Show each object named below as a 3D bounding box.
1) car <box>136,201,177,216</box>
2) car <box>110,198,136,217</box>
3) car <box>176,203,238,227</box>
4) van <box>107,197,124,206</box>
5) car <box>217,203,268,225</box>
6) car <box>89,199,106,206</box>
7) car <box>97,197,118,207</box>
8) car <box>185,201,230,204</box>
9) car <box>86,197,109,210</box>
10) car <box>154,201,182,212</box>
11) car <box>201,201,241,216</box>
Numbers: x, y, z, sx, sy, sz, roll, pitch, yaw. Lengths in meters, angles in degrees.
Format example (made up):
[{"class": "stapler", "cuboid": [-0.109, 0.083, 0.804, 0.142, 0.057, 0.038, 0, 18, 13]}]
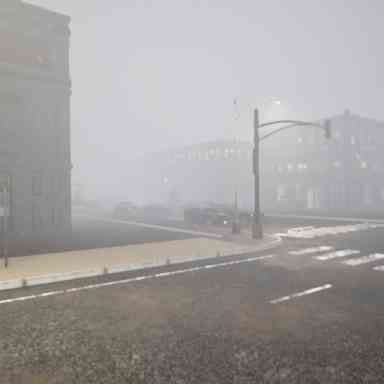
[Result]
[{"class": "car", "cuboid": [-3.968, 1.919, 36.542, 1.895, 1.301, 4.718, -1, 0, -36]}, {"class": "car", "cuboid": [-6.935, 1.808, 36.217, 1.967, 1.590, 4.097, -2, 0, -36]}, {"class": "car", "cuboid": [1.036, 1.776, 24.856, 1.947, 1.339, 4.313, -2, 0, -36]}, {"class": "van", "cuboid": [-12.989, 1.847, 59.106, 1.690, 1.788, 3.998, -2, 0, -36]}, {"class": "car", "cuboid": [3.615, 1.770, 25.926, 1.895, 1.301, 4.718, -1, 0, -36]}, {"class": "car", "cuboid": [-19.418, 2.168, 68.115, 1.887, 1.381, 4.507, -2, 0, -36]}, {"class": "car", "cuboid": [-16.207, 1.880, 63.610, 2.192, 1.841, 5.009, -2, 0, -36]}, {"class": "car", "cuboid": [1.509, 1.713, 34.367, 2.128, 1.511, 4.902, -1, 0, -35]}, {"class": "car", "cuboid": [-15.412, 2.014, 52.706, 1.882, 1.535, 5.008, -1, 0, -35]}, {"class": "car", "cuboid": [-3.330, 1.906, 45.595, 1.802, 1.307, 4.206, -2, 0, -36]}, {"class": "car", "cuboid": [3.103, 1.750, 36.587, 2.008, 1.369, 4.403, -2, 0, -36]}]
